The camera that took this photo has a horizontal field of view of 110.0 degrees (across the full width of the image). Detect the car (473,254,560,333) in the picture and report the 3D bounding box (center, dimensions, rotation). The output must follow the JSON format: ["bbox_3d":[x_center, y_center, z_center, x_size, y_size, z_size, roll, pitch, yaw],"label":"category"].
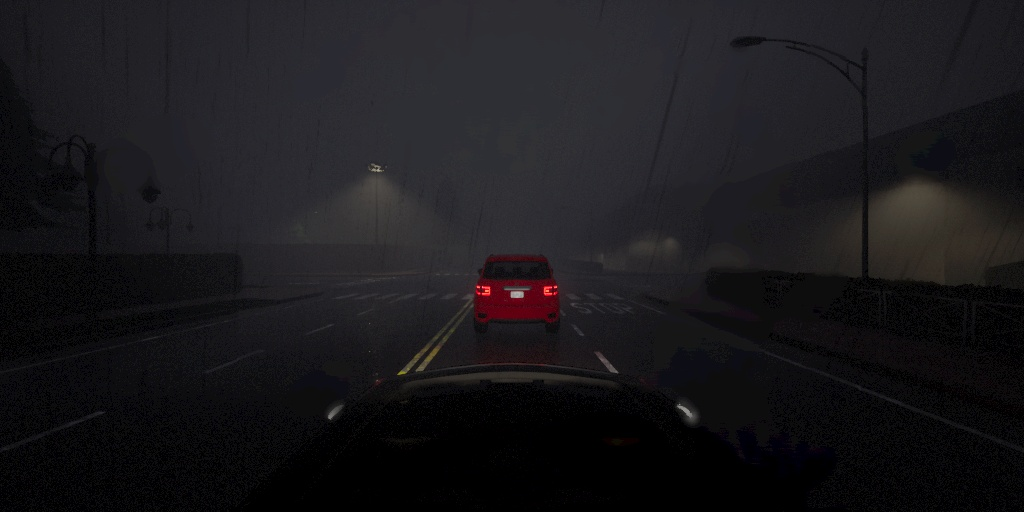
[{"bbox_3d":[0.122,0.971,10.847,2.150,2.045,5.566,0,0,0],"label":"car"}]

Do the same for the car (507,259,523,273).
[{"bbox_3d":[0.352,1.228,45.156,1.882,1.535,5.008,0,0,1],"label":"car"}]
